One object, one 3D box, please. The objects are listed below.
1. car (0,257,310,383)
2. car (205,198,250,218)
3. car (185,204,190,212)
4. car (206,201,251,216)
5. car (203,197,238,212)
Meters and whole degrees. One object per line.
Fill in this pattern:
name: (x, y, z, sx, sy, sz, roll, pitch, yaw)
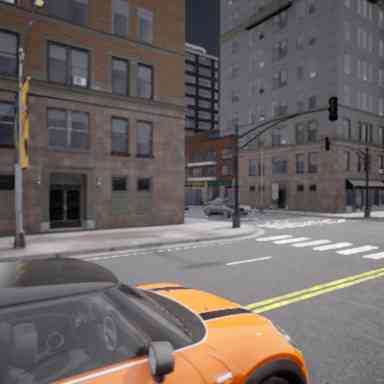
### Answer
car: (-1.110, 1.352, 2.648, 4.553, 1.767, 2.097, 0, 0, -36)
car: (2.975, 1.548, 29.726, 1.994, 1.385, 4.181, 0, 0, -36)
car: (-2.409, 1.523, 37.354, 2.033, 1.411, 5.357, 0, 0, -35)
car: (3.618, 1.594, 34.010, 1.895, 1.301, 4.718, 0, 0, -36)
car: (3.268, 1.439, 38.831, 1.967, 1.590, 4.097, 0, 0, -35)
